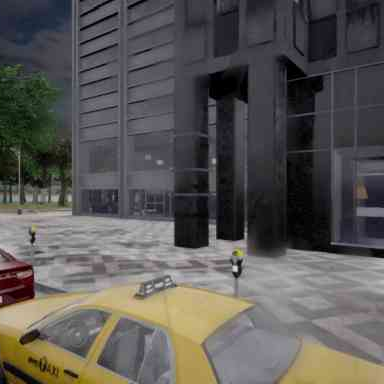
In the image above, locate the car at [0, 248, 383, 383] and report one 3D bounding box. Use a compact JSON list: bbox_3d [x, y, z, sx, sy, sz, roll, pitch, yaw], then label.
[{"bbox_3d":[-0.558,1.525,3.361,4.829,1.417,1.752,0,0,36],"label":"car"}]
